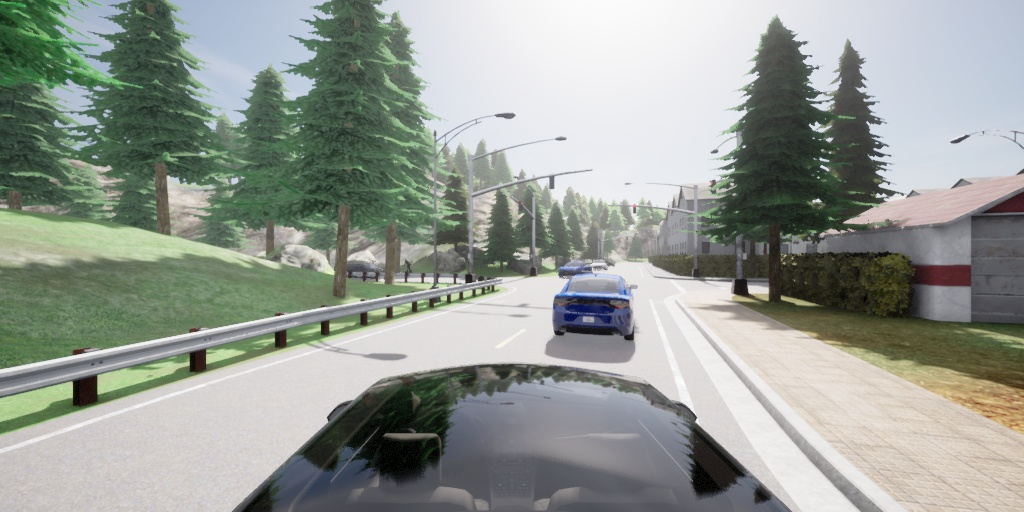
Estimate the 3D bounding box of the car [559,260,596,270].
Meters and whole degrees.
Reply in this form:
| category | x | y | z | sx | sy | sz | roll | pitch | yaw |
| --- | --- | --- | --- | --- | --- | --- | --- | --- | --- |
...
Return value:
| category | x | y | z | sx | sy | sz | roll | pitch | yaw |
| --- | --- | --- | --- | --- | --- | --- | --- | --- | --- |
| car | 5.930 | 1.228 | 33.180 | 1.882 | 1.535 | 5.008 | 0 | 0 | 29 |

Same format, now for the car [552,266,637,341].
| category | x | y | z | sx | sy | sz | roll | pitch | yaw |
| --- | --- | --- | --- | --- | --- | --- | --- | --- | --- |
| car | 2.449 | 1.227 | 10.126 | 1.882 | 1.535 | 5.008 | 0 | 0 | 19 |

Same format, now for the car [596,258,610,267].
| category | x | y | z | sx | sy | sz | roll | pitch | yaw |
| --- | --- | --- | --- | --- | --- | --- | --- | --- | --- |
| car | 12.210 | 1.274 | 49.877 | 1.812 | 1.442 | 4.674 | 0 | 0 | 19 |

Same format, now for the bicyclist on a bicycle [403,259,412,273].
| category | x | y | z | sx | sy | sz | roll | pitch | yaw |
| --- | --- | --- | --- | --- | --- | --- | --- | --- | --- |
| bicyclist on a bicycle | -11.150 | 1.166 | 38.207 | 0.582 | 1.620 | 1.656 | -2 | 5 | 18 |

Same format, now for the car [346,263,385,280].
| category | x | y | z | sx | sy | sz | roll | pitch | yaw |
| --- | --- | --- | --- | --- | --- | --- | --- | --- | --- |
| car | -12.890 | 1.312 | 31.367 | 5.357 | 1.411 | 2.033 | 0 | 0 | 19 |
